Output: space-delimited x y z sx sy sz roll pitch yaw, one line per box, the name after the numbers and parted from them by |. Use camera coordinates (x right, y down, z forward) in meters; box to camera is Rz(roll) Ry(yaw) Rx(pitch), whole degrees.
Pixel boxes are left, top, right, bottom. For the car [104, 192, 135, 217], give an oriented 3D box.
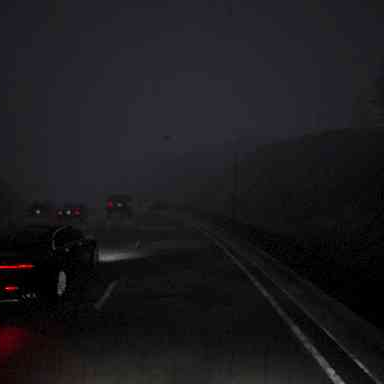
-6.793 1.212 31.059 2.150 2.045 5.566 0 0 -13 | car

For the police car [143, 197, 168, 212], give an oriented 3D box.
-4.182 1.414 39.143 1.930 1.638 5.238 0 0 -16 | police car

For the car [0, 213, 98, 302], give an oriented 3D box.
-3.667 1.503 8.214 1.837 1.490 4.892 0 0 -3 | car

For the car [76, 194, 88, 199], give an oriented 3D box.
-28.044 1.313 84.884 1.812 1.442 4.674 0 0 -39 | car

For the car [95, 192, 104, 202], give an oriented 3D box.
-18.889 1.073 70.921 2.150 2.045 5.566 0 0 -31 | car

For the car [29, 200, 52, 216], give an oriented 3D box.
-14.186 1.495 31.781 1.837 1.490 4.892 0 0 -13 | car

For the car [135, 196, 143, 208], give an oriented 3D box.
-7.302 1.491 48.745 1.837 1.490 4.892 0 0 -20 | car

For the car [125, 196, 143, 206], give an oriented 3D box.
-9.536 1.462 54.448 1.882 1.535 5.008 0 0 -23 | car

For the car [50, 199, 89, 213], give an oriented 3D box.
-9.371 1.540 26.386 2.033 1.411 5.357 0 0 -11 | car
